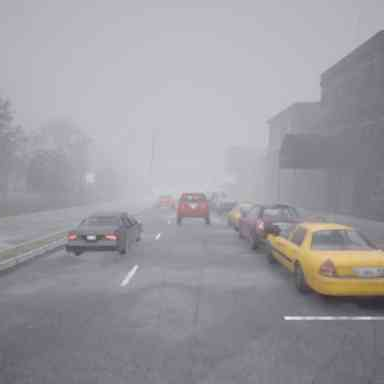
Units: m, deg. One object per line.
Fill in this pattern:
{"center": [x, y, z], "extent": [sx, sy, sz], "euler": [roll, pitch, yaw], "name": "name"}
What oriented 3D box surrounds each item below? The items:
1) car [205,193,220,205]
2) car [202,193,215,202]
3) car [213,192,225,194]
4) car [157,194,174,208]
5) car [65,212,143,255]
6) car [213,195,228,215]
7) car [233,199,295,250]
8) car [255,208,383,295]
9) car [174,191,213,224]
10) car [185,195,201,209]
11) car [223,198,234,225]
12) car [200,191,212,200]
{"center": [3.175, 1.028, 52.745], "extent": [2.185, 1.767, 4.553], "euler": [0, 0, 0], "name": "car"}
{"center": [3.215, 1.077, 65.359], "extent": [2.231, 1.521, 4.892], "euler": [0, 0, 1], "name": "car"}
{"center": [3.181, 1.184, 47.437], "extent": [1.946, 1.575, 5.366], "euler": [0, 0, 0], "name": "car"}
{"center": [-3.187, 1.093, 41.823], "extent": [2.097, 1.767, 4.553], "euler": [0, 0, 0], "name": "car"}
{"center": [-3.157, 1.467, 12.935], "extent": [2.033, 1.411, 5.357], "euler": [0, 0, 0], "name": "car"}
{"center": [3.202, 1.292, 30.545], "extent": [2.231, 1.521, 4.892], "euler": [0, 0, 0], "name": "car"}
{"center": [3.222, 1.268, 13.944], "extent": [2.185, 1.767, 4.553], "euler": [0, 0, 0], "name": "car"}
{"center": [3.221, 1.423, 8.635], "extent": [1.946, 1.575, 5.366], "euler": [0, 0, 0], "name": "car"}
{"center": [0.082, 1.069, 23.791], "extent": [2.150, 2.045, 5.566], "euler": [0, 0, 0], "name": "car"}
{"center": [0.063, 1.220, 41.682], "extent": [1.882, 1.535, 5.008], "euler": [0, 1, 0], "name": "car"}
{"center": [3.217, 1.355, 19.688], "extent": [1.946, 1.575, 5.366], "euler": [0, 0, 0], "name": "car"}
{"center": [3.147, 0.767, 74.778], "extent": [2.435, 2.045, 5.566], "euler": [0, 0, 0], "name": "car"}
